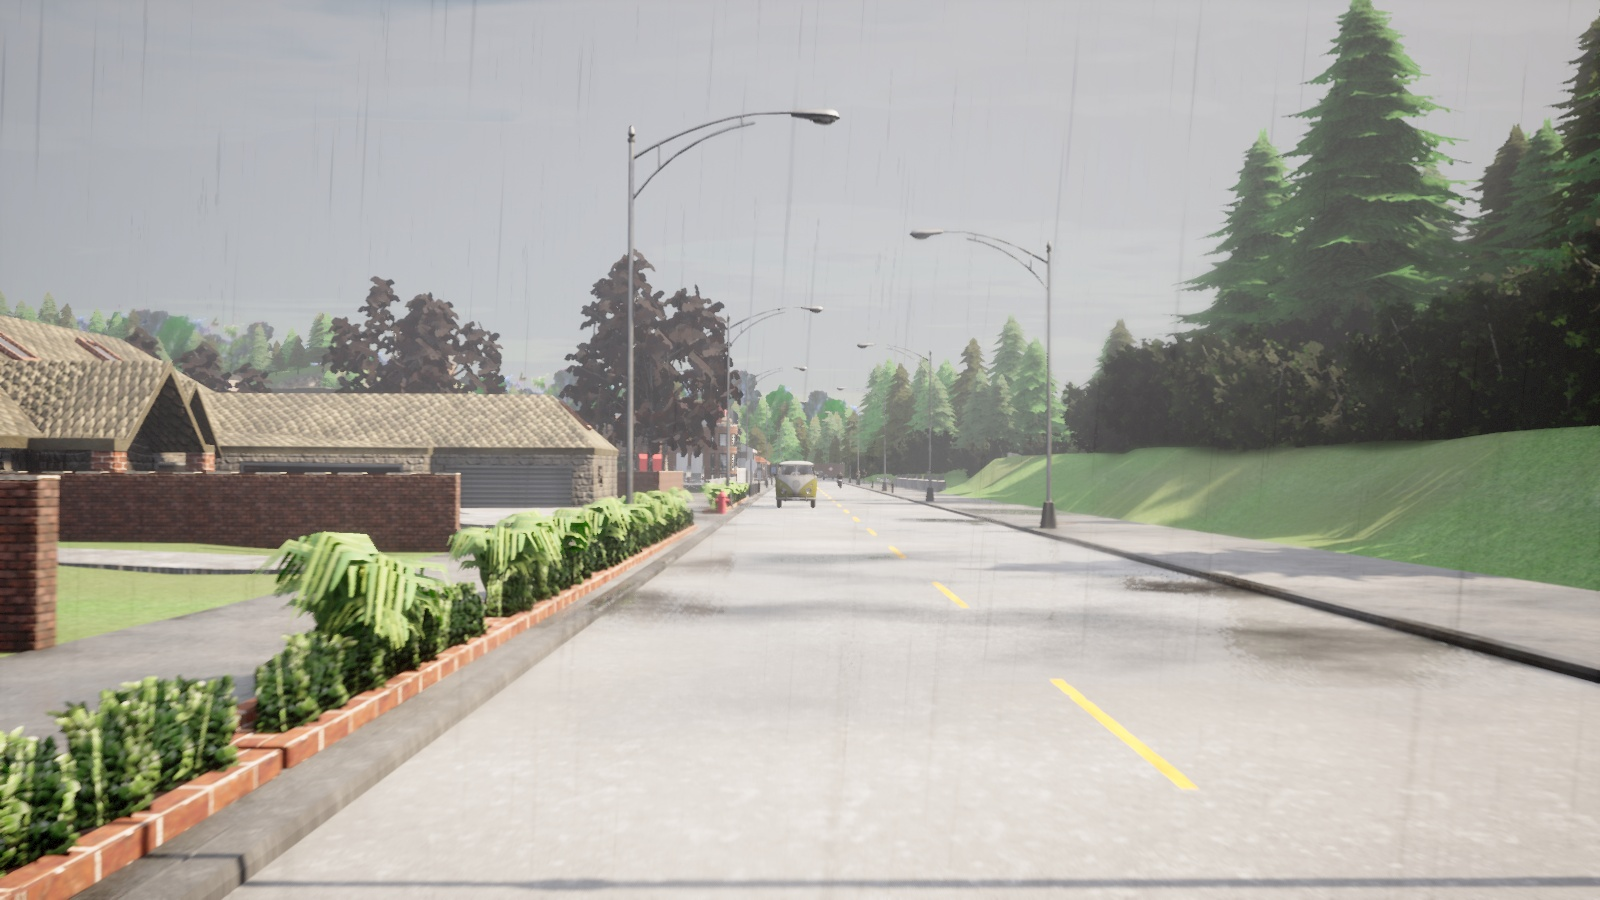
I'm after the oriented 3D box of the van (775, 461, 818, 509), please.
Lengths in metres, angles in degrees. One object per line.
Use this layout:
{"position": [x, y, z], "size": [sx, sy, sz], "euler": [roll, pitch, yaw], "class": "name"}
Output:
{"position": [-0.154, 1.471, 53.913], "size": [1.775, 1.987, 4.442], "euler": [0, -1, 0], "class": "van"}
